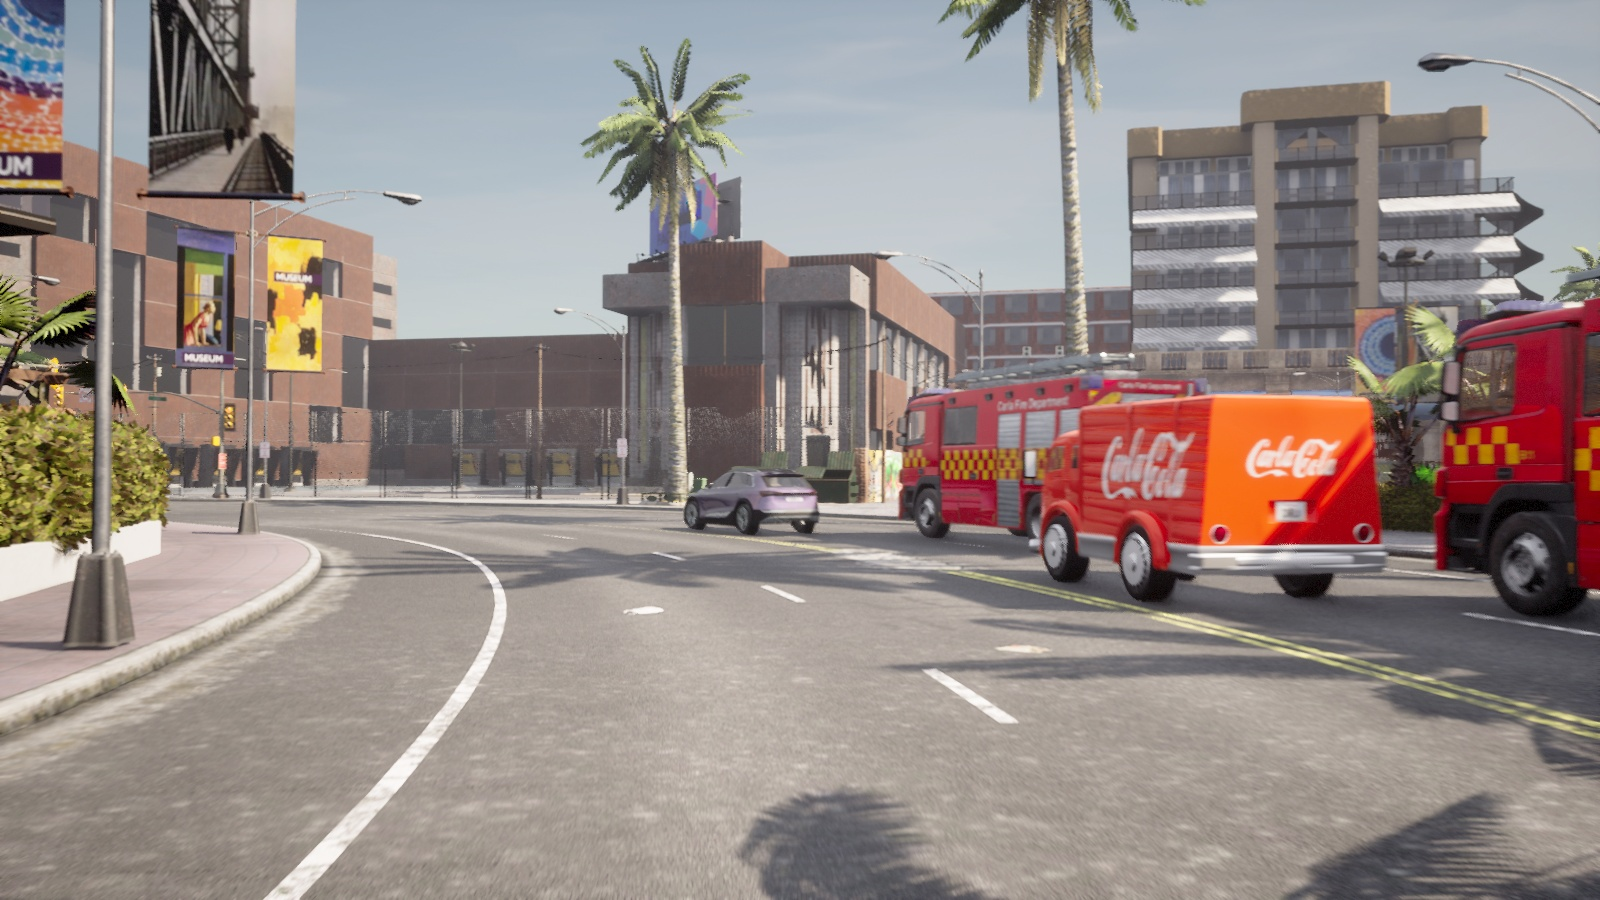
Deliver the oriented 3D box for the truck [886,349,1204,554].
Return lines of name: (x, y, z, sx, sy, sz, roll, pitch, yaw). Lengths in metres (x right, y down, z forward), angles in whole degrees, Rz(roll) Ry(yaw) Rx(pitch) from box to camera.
truck: (5.006, 0.095, 27.925, 2.891, 3.827, 8.468, 0, -1, -21)

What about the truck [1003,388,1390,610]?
truck: (4.948, 0.587, 16.770, 2.627, 2.467, 5.204, 0, -1, -13)

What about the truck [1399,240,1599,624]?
truck: (9.533, -0.195, 11.777, 2.891, 3.827, 8.468, 0, -1, -7)

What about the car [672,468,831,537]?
car: (-1.346, 1.294, 32.432, 2.033, 1.649, 4.856, 0, -1, -31)
